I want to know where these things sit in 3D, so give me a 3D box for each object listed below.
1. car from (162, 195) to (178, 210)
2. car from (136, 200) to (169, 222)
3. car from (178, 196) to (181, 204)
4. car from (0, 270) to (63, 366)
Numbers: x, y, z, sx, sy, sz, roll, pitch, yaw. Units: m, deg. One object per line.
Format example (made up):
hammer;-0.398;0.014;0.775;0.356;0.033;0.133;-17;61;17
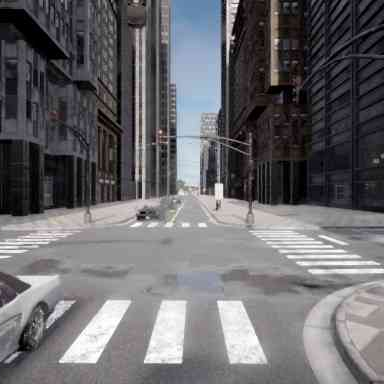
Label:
car;-3.190;1.520;42.566;1.837;1.490;4.892;0;0;0
car;-3.212;1.608;26.815;1.895;1.301;4.718;0;0;2
car;-3.144;1.525;64.394;2.128;1.511;4.902;0;0;0
car;-3.108;1.601;3.380;1.895;1.301;4.718;0;0;0
